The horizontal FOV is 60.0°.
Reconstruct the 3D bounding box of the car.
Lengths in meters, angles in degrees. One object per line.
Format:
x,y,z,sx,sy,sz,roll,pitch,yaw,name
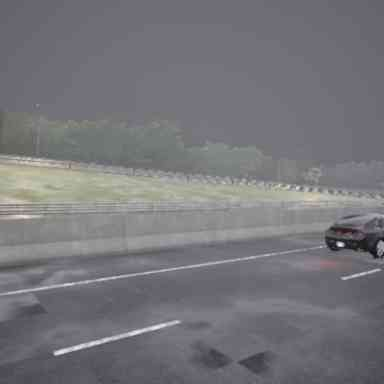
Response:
7.329,1.636,13.368,4.892,1.490,1.837,0,0,-35,car
